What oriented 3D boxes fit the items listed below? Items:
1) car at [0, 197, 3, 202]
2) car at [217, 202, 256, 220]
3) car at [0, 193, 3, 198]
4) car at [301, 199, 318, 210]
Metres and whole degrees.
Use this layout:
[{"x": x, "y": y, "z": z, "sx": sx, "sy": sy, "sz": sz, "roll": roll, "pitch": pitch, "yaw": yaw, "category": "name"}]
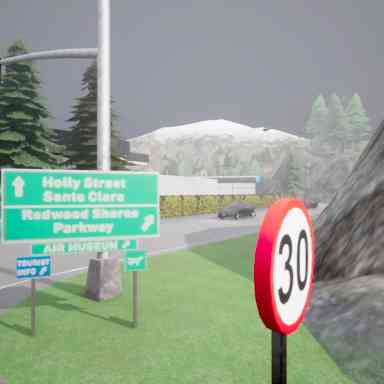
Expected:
[{"x": -12.386, "y": 1.504, "z": 26.071, "sx": 1.905, "sy": 1.878, "sz": 3.866, "roll": 0, "pitch": 0, "yaw": 35, "category": "car"}, {"x": 4.137, "y": 1.696, "z": 30.206, "sx": 1.837, "sy": 1.490, "sz": 4.892, "roll": 0, "pitch": 0, "yaw": 36, "category": "car"}, {"x": -38.583, "y": 1.489, "z": 70.017, "sx": 4.514, "sy": 1.523, "sz": 2.007, "roll": 0, "pitch": 0, "yaw": 35, "category": "car"}, {"x": 16.102, "y": 1.752, "z": 46.496, "sx": 2.033, "sy": 1.411, "sz": 5.357, "roll": 0, "pitch": 0, "yaw": 36, "category": "car"}]
